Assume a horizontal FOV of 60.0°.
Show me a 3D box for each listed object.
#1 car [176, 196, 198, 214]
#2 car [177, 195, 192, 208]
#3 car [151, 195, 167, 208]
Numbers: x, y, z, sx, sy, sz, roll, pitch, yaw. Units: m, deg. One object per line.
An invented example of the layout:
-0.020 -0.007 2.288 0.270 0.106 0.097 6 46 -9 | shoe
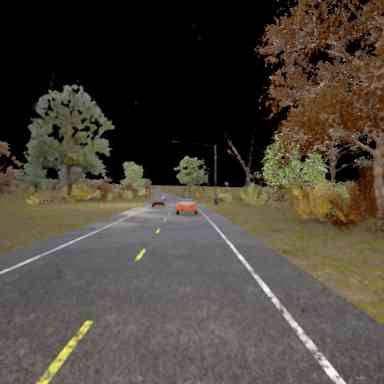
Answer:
-0.550 1.327 34.580 2.097 1.767 4.553 0 0 -2 | car
-1.096 1.308 47.438 2.097 1.767 4.553 0 0 -3 | car
-4.799 1.560 48.047 1.895 1.301 4.718 0 0 -3 | car
